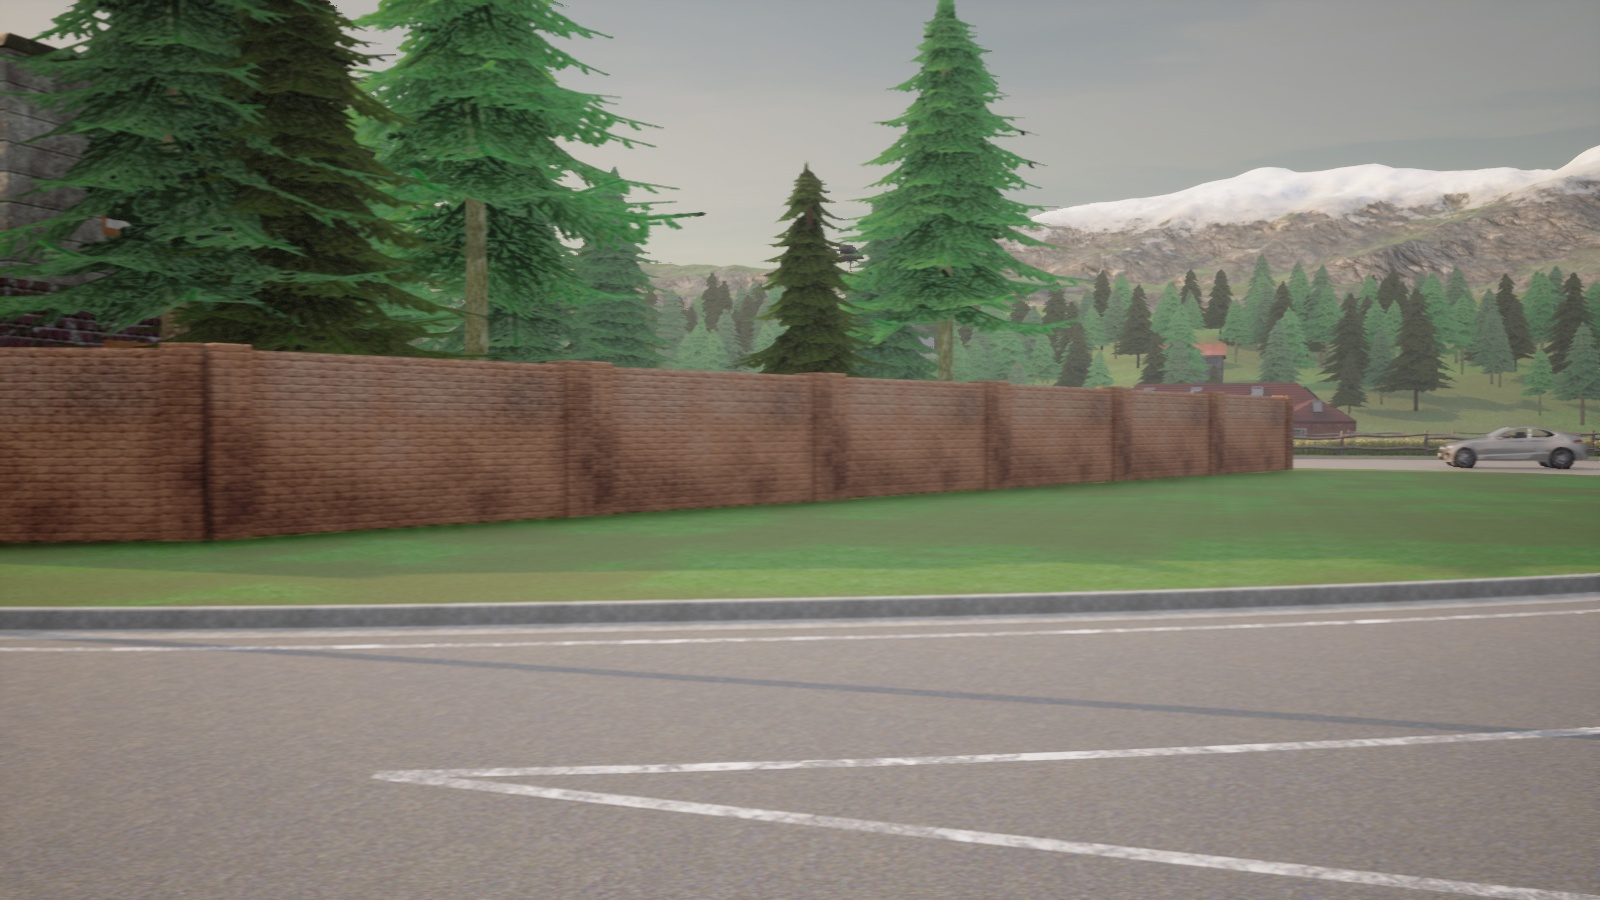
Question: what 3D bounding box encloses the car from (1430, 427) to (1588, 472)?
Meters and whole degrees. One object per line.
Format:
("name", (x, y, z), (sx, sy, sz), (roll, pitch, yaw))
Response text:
("car", (27.505, -0.041, 48.946), (5.027, 1.651, 2.152), (1, 1, 19))
